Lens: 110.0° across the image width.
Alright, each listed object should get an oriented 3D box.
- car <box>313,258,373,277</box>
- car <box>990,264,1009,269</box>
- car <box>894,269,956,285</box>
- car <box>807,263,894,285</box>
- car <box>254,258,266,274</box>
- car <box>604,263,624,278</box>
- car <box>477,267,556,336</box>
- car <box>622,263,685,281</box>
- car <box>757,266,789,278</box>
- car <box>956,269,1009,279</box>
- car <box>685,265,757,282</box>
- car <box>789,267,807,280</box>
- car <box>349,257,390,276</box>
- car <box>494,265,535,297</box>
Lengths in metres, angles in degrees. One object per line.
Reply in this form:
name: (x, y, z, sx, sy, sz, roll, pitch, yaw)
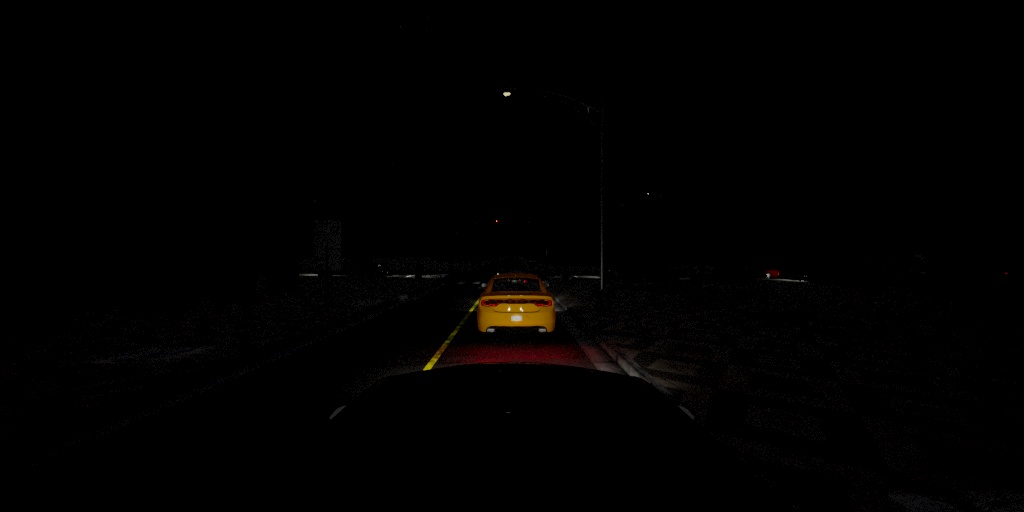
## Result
car: (-14.764, 1.114, 30.882, 4.403, 1.370, 2.007, 0, 0, 0)
car: (47.907, 1.761, 33.592, 5.566, 2.045, 2.150, 1, 0, 0)
car: (34.717, 1.862, 30.942, 4.507, 1.381, 1.888, 0, 0, 0)
car: (29.073, 1.539, 30.946, 5.009, 1.841, 2.192, 0, 0, 0)
car: (-23.879, 0.928, 33.647, 4.902, 1.511, 2.128, 1, 0, 0)
car: (11.902, 1.454, 36.816, 4.892, 1.490, 1.837, 1, 0, 0)
car: (0.104, 1.227, 10.405, 1.882, 1.535, 5.008, 0, 0, 0)
car: (12.144, 1.522, 30.958, 4.313, 1.339, 1.948, 0, 0, 0)
car: (29.087, 1.763, 39.472, 4.507, 1.381, 1.888, 0, 0, 0)
car: (40.367, 1.994, 30.938, 4.207, 1.307, 1.802, 0, 0, 0)
car: (17.956, 1.569, 30.954, 4.829, 1.417, 1.751, 0, 0, 0)
car: (31.886, 1.771, 36.793, 4.892, 1.490, 1.837, 1, 0, 0)
car: (-13.881, 0.926, 33.594, 4.553, 1.767, 2.097, 1, 0, 1)
car: (0.111, 1.296, 20.232, 2.033, 1.411, 5.357, 0, 0, 0)
